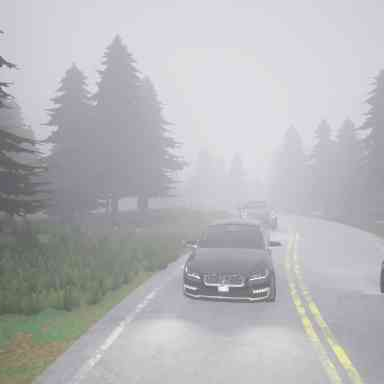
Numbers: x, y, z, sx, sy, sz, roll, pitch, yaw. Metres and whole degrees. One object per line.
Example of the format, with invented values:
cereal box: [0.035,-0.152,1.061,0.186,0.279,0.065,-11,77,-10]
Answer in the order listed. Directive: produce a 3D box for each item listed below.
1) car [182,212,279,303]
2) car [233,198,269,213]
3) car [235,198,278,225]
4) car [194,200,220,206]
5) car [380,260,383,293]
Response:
car: [1.090,1.496,8.410,1.837,1.490,4.892,-1,0,12]
car: [6.199,1.410,35.733,1.837,1.490,4.892,2,-1,-16]
car: [3.874,1.270,20.363,2.097,1.767,4.553,-1,0,5]
car: [1.915,1.799,44.857,1.812,1.442,4.674,3,-5,-35]
car: [4.493,1.308,4.640,2.097,1.767,4.553,-1,0,8]
